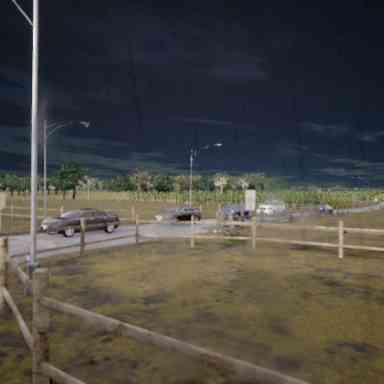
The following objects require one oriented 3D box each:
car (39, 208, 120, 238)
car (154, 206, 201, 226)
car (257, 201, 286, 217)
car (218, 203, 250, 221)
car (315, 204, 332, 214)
[{"bbox_3d":[-6.528,1.755,19.800,1.837,1.490,4.892,1,-1,35],"label":"car"},{"bbox_3d":[-1.113,1.945,27.511,2.128,1.511,4.902,1,-1,35],"label":"car"},{"bbox_3d":[10.590,2.176,44.096,2.150,2.045,5.566,1,-1,36],"label":"car"},{"bbox_3d":[4.515,2.036,35.518,2.097,1.767,4.553,1,-1,35],"label":"car"},{"bbox_3d":[21.960,2.787,55.250,2.097,1.767,4.553,1,-1,35],"label":"car"}]
